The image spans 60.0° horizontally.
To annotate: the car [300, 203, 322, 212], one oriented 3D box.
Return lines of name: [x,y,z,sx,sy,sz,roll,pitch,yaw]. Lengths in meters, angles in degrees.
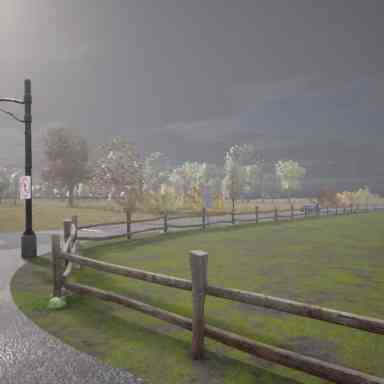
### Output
car: [18.970,2.449,52.928,2.033,1.411,5.357,-1,-2,40]
